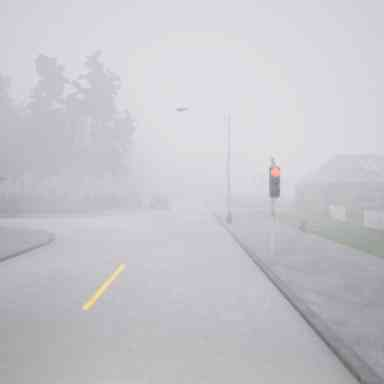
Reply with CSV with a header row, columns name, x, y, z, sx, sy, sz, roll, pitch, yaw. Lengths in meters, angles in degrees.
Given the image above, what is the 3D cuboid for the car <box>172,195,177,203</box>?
name,x,y,z,sx,sy,sz,roll,pitch,yaw
car,-3.976,1.351,62.715,1.837,1.490,4.892,0,0,0

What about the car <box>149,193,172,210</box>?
name,x,y,z,sx,sy,sz,roll,pitch,yaw
car,-4.068,1.118,42.001,2.150,2.045,5.566,0,0,0
